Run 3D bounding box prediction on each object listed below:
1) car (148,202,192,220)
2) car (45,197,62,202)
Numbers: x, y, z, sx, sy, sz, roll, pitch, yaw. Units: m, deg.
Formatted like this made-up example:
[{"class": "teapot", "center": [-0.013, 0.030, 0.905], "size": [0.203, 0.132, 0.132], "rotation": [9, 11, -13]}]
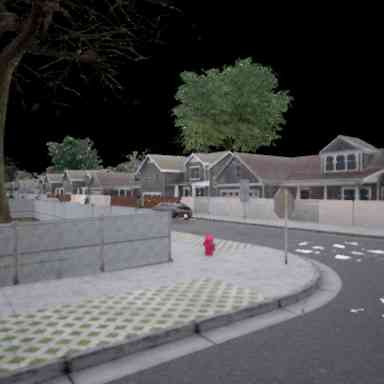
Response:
[{"class": "car", "center": [-1.916, 1.554, 27.172], "size": [1.837, 1.490, 4.892], "rotation": [3, -2, -36]}, {"class": "car", "center": [-19.434, 1.507, 46.383], "size": [1.882, 1.535, 5.008], "rotation": [0, 0, -36]}]
